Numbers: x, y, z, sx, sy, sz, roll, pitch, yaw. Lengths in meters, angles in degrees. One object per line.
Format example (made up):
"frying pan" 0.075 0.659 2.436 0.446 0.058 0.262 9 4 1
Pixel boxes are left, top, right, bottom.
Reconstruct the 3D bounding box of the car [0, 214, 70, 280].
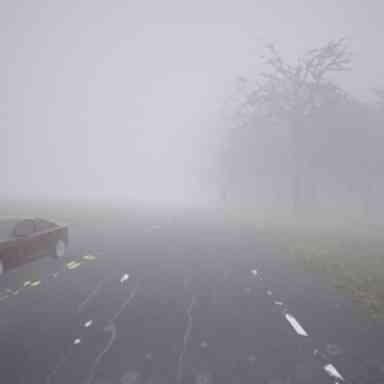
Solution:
"car" -5.455 1.473 9.732 1.882 1.535 5.008 0 0 7
